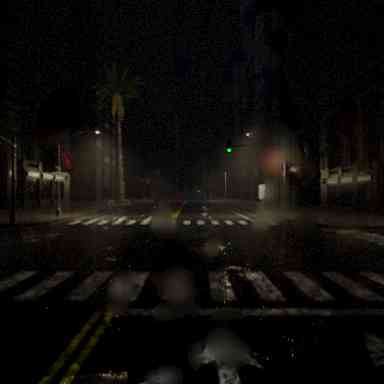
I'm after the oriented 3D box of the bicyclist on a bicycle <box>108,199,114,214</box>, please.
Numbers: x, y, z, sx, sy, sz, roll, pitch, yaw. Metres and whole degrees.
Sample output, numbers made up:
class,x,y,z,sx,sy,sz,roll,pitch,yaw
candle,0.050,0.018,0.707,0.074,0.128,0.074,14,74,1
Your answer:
class,x,y,z,sx,sy,sz,roll,pitch,yaw
bicyclist on a bicycle,-8.738,1.528,35.885,0.582,1.620,1.656,0,0,0

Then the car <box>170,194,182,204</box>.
class,x,y,z,sx,sy,sz,roll,pitch,yaw
car,-3.263,1.401,67.433,2.150,2.045,5.566,0,0,0

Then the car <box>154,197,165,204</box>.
class,x,y,z,sx,sy,sz,roll,pitch,yaw
car,-6.512,1.738,67.432,1.895,1.301,4.718,0,0,0

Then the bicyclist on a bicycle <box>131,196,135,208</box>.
class,x,y,z,sx,sy,sz,roll,pitch,yaw
bicyclist on a bicycle,-8.740,1.468,49.068,0.659,1.776,1.843,0,0,0
